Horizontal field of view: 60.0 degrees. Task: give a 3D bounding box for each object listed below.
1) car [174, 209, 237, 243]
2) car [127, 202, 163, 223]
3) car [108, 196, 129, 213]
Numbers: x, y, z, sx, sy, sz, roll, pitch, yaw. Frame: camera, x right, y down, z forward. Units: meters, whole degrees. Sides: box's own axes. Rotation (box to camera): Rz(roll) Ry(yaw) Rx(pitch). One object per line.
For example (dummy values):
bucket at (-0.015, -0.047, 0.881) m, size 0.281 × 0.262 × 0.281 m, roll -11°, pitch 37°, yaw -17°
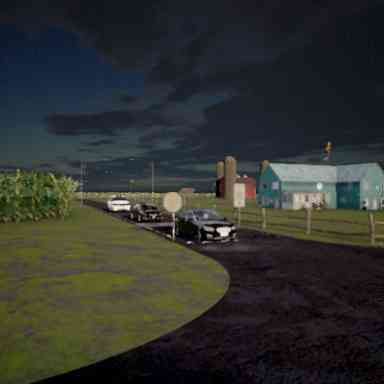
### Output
car at (0.531, 1.639, 17.221) m, size 2.128 × 1.511 × 4.902 m, roll 0°, pitch 0°, yaw -23°
car at (-3.885, 1.706, 28.176) m, size 1.837 × 1.490 × 4.892 m, roll 0°, pitch -1°, yaw -22°
car at (-9.175, 1.497, 41.492) m, size 2.150 × 2.045 × 5.566 m, roll 0°, pitch 0°, yaw -22°
